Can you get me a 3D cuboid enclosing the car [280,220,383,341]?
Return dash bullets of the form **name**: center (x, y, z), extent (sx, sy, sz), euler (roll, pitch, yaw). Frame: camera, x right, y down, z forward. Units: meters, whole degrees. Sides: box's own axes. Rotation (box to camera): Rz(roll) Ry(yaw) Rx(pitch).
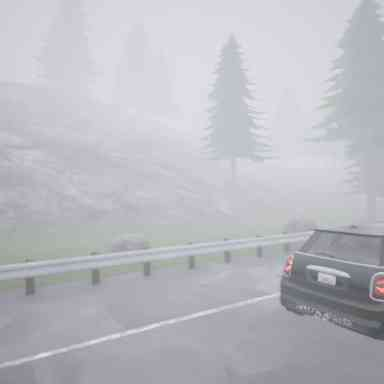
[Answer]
- **car**: center (3.819, 1.347, 6.277), extent (4.553, 1.767, 2.097), euler (0, 0, -34)
